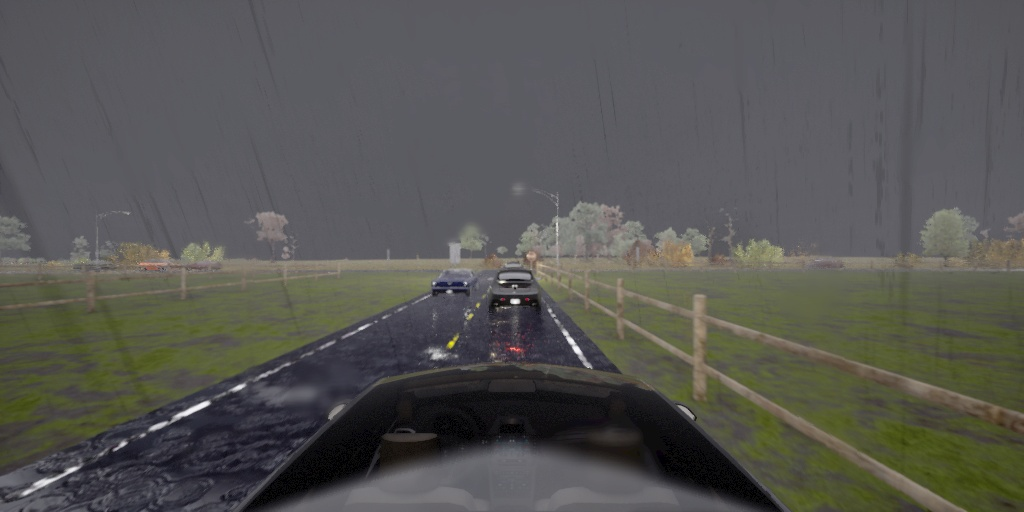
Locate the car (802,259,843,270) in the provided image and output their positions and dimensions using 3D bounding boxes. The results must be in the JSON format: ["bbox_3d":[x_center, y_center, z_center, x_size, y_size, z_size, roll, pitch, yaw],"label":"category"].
[{"bbox_3d":[42.057,1.126,48.534,4.674,1.442,1.812,0,0,1],"label":"car"}]

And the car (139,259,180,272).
[{"bbox_3d":[-45.244,1.165,46.436,4.553,1.767,2.097,0,0,1],"label":"car"}]

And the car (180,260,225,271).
[{"bbox_3d":[-42.129,1.323,49.202,4.674,1.442,1.812,0,0,1],"label":"car"}]

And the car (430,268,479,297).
[{"bbox_3d":[-2.840,1.327,18.534,1.895,1.301,4.718,0,0,0],"label":"car"}]

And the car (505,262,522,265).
[{"bbox_3d":[0.111,1.216,28.770,1.837,1.490,4.892,0,0,0],"label":"car"}]

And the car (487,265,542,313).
[{"bbox_3d":[0.104,1.236,13.954,1.837,1.490,4.892,0,0,0],"label":"car"}]
